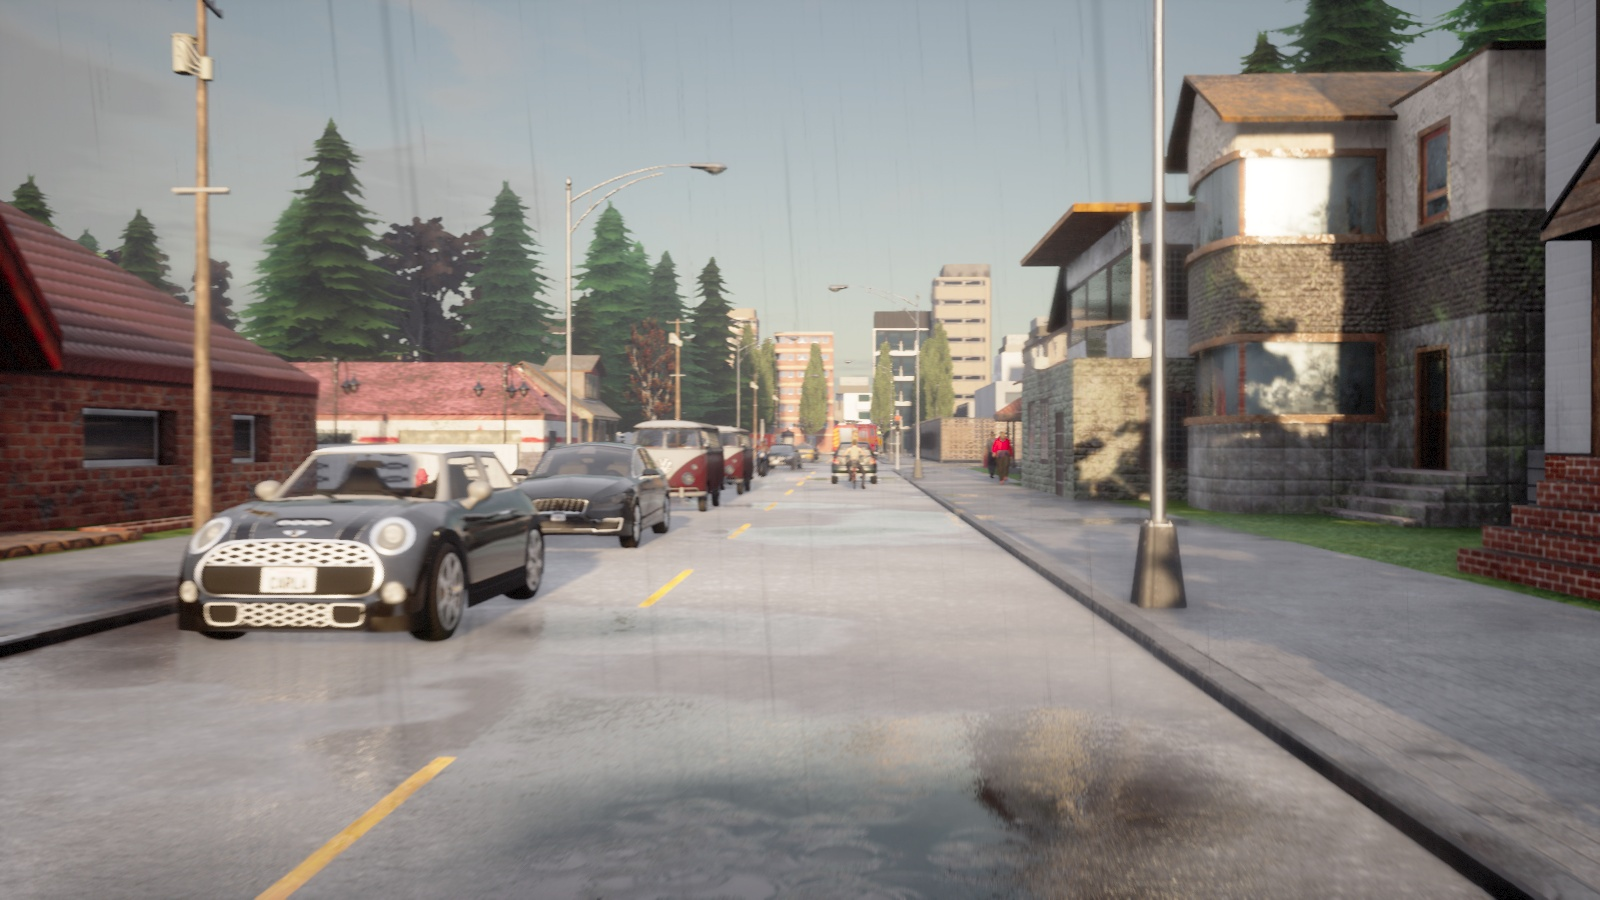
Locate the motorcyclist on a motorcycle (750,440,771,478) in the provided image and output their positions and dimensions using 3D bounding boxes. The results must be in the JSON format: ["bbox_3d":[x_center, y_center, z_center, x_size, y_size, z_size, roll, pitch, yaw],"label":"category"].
[{"bbox_3d":[-1.734,0.383,55.167,0.766,1.649,2.350,0,1,2],"label":"motorcyclist on a motorcycle"}]

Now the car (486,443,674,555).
[{"bbox_3d":[-3.188,0.639,19.215,1.837,1.490,4.892,0,0,2],"label":"car"}]

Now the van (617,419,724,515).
[{"bbox_3d":[-2.819,0.336,28.303,1.775,1.987,4.442,0,0,2],"label":"van"}]

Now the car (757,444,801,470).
[{"bbox_3d":[-1.126,0.373,70.383,1.812,1.442,4.674,0,0,7],"label":"car"}]

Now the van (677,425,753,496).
[{"bbox_3d":[-2.460,0.286,37.191,1.775,1.987,4.442,0,0,2],"label":"van"}]

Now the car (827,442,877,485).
[{"bbox_3d":[1.920,0.464,46.534,1.789,1.549,3.705,0,0,2],"label":"car"}]

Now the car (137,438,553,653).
[{"bbox_3d":[-3.526,0.648,10.574,1.970,1.475,3.806,0,0,3],"label":"car"}]

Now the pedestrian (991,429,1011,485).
[{"bbox_3d":[6.711,0.227,41.941,0.634,1.844,0.899,0,0,8],"label":"pedestrian"}]

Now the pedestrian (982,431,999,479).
[{"bbox_3d":[7.301,0.192,48.193,0.540,1.848,0.694,0,0,0],"label":"pedestrian"}]
